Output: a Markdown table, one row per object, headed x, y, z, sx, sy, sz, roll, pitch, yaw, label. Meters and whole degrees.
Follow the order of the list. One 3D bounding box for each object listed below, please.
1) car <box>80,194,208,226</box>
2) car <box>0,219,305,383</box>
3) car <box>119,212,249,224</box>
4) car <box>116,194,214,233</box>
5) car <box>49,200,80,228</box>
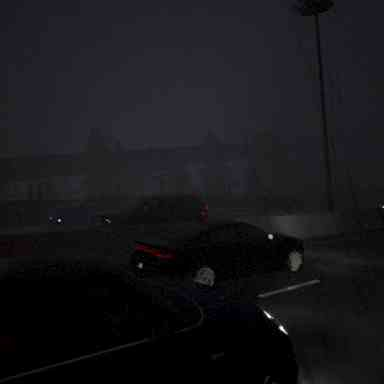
| x | y | z | sx | sy | sz | roll | pitch | yaw | label |
| --- | --- | --- | --- | --- | --- | --- | --- | --- | --- |
| -1.950 | 1.173 | 15.499 | 5.566 | 2.045 | 2.150 | 0 | 0 | -35 | car |
| -1.130 | 1.350 | 2.941 | 4.553 | 1.767 | 2.097 | -1 | 0 | -36 | car |
| 0.897 | 1.441 | 8.687 | 5.008 | 1.535 | 1.882 | 0 | 0 | -36 | car |
| -1.541 | 1.153 | 20.090 | 5.566 | 2.045 | 2.150 | 0 | 0 | -35 | car |
| -6.046 | 1.173 | 21.175 | 5.566 | 2.045 | 2.150 | 0 | 0 | -35 | car |
